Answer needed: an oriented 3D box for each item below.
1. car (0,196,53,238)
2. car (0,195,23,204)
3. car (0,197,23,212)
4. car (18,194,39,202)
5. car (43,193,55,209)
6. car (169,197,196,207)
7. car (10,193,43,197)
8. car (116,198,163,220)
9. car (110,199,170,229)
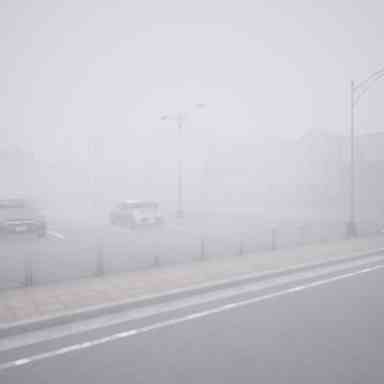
[{"bbox_3d":[-8.286,1.173,15.358,2.152,1.636,5.027,0,0,-36],"label":"car"},{"bbox_3d":[-37.028,1.513,67.639,4.611,1.667,2.242,0,0,-36],"label":"car"},{"bbox_3d":[-20.785,1.386,38.211,1.970,1.475,3.806,0,0,-36],"label":"car"},{"bbox_3d":[-36.786,1.353,74.767,3.866,1.878,1.905,0,0,-36],"label":"car"},{"bbox_3d":[-17.723,1.108,39.645,1.905,1.878,3.866,0,0,-36],"label":"car"},{"bbox_3d":[-1.620,1.421,49.925,2.033,1.411,5.357,0,0,-35],"label":"car"},{"bbox_3d":[-15.829,1.123,31.332,1.932,1.855,4.605,0,0,-36],"label":"car"},{"bbox_3d":[-4.364,1.335,27.214,2.007,1.523,4.514,0,0,-36],"label":"car"},{"bbox_3d":[-3.250,1.263,19.349,1.970,1.475,3.806,0,0,-36],"label":"car"}]
